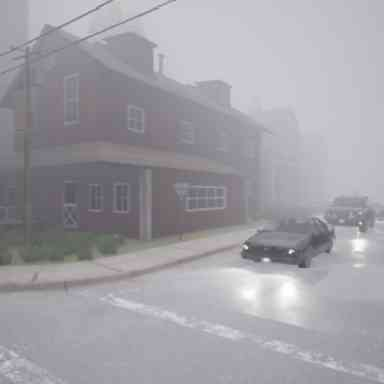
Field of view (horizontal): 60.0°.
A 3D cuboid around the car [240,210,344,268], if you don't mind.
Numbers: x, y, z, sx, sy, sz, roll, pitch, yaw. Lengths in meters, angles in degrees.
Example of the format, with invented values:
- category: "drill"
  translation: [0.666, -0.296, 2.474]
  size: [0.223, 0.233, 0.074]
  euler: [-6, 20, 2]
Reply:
- category: "car"
  translation: [3.644, 1.578, 11.756]
  size: [2.033, 1.411, 5.357]
  euler: [0, 0, 35]

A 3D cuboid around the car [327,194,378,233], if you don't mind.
- category: "car"
  translation: [9.932, 1.289, 20.826]
  size: [2.150, 2.045, 5.566]
  euler: [0, 0, 35]

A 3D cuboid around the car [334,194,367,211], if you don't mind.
- category: "car"
  translation: [20.640, 1.308, 43.472]
  size: [1.905, 1.878, 3.866]
  euler: [6, 1, -8]

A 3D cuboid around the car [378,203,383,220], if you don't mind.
- category: "car"
  translation: [15.849, 1.627, 29.351]
  size: [1.812, 1.442, 4.674]
  euler: [0, 0, 35]
